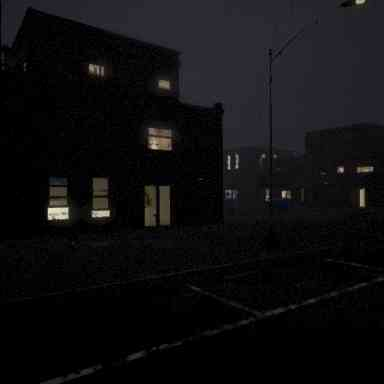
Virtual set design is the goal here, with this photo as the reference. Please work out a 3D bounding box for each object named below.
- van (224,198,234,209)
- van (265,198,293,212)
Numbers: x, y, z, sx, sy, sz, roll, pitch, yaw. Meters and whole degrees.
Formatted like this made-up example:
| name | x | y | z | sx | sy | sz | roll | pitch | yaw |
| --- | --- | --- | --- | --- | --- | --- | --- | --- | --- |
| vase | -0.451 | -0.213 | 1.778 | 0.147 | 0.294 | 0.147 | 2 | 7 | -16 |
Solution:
| name | x | y | z | sx | sy | sz | roll | pitch | yaw |
| --- | --- | --- | --- | --- | --- | --- | --- | --- | --- |
| van | 5.102 | 1.865 | 54.340 | 1.690 | 1.788 | 3.998 | -2 | 0 | -36 |
| van | 11.776 | 1.704 | 45.199 | 1.690 | 1.788 | 3.998 | -2 | 0 | -36 |
